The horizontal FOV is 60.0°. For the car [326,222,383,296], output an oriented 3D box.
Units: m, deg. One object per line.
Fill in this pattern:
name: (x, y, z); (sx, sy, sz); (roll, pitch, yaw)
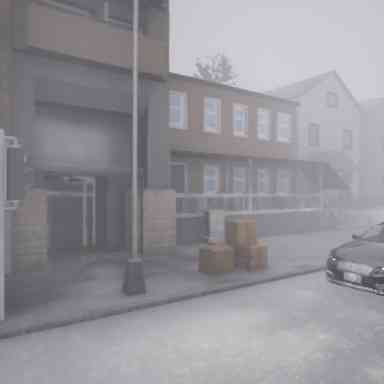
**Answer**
car: (5.292, 1.473, 8.118); (4.902, 1.511, 2.128); (0, 0, -34)
